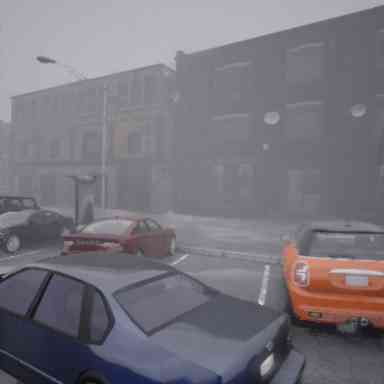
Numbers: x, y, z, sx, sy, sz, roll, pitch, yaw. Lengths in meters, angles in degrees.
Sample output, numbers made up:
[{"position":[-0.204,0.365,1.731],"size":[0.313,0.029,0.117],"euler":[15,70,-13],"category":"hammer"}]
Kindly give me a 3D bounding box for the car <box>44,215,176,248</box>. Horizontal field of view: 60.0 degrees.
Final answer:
[{"position":[-1.972,1.475,10.429],"size":[2.097,1.535,5.008],"euler":[0,-1,14],"category":"car"}]

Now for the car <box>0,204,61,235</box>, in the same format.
[{"position":[-6.954,1.471,13.840],"size":[2.097,1.535,5.008],"euler":[1,-1,14],"category":"car"}]

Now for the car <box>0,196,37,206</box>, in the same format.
[{"position":[-9.470,1.217,15.489],"size":[2.435,2.045,5.566],"euler":[1,-1,13],"category":"car"}]

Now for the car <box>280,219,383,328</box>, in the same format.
[{"position":[2.974,1.354,6.949],"size":[2.185,1.767,4.553],"euler":[0,-1,15],"category":"car"}]

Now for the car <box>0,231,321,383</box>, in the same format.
[{"position":[-1.396,1.545,4.335],"size":[5.357,1.411,2.033],"euler":[0,0,35],"category":"car"}]
